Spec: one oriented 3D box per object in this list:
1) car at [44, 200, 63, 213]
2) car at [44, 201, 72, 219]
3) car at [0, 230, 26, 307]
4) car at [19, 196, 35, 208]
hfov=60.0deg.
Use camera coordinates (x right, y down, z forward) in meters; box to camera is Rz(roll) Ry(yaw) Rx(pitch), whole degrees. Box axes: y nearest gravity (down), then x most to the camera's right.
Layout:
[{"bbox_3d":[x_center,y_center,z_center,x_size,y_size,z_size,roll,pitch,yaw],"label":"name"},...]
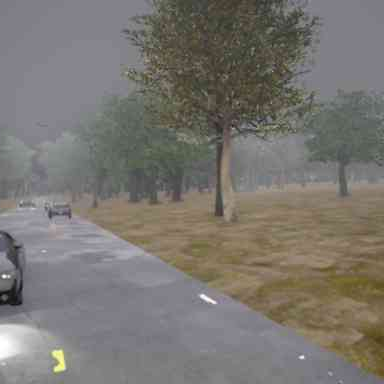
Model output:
[{"bbox_3d":[-16.701,1.679,39.969,1.895,1.301,4.718,0,0,-24],"label":"car"},{"bbox_3d":[-11.961,1.544,29.942,2.128,1.511,4.902,0,0,-25],"label":"car"},{"bbox_3d":[-4.836,1.573,7.424,1.994,1.385,4.181,0,0,-25],"label":"car"},{"bbox_3d":[-24.794,1.460,50.083,2.097,1.767,4.553,0,0,-25],"label":"car"}]
